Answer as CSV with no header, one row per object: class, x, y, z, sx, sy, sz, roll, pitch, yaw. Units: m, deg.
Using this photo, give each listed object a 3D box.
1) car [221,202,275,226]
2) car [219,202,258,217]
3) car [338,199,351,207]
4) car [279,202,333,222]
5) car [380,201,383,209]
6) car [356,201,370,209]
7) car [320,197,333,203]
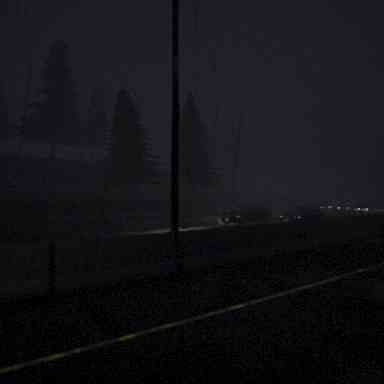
car,4.308,1.767,25.868,4.902,1.511,2.128,1,-1,-43
car,5.176,1.912,36.577,1.812,1.442,4.674,0,-1,43
car,30.255,2.094,65.993,2.097,1.767,4.553,0,-1,28
car,8.342,1.766,24.877,4.902,1.511,2.128,1,-1,-45
car,33.523,2.188,57.271,1.812,1.442,4.674,0,0,30
car,29.912,2.220,58.042,1.994,1.385,4.181,0,-1,31
car,28.678,2.000,70.761,2.150,2.045,5.566,0,-1,26
